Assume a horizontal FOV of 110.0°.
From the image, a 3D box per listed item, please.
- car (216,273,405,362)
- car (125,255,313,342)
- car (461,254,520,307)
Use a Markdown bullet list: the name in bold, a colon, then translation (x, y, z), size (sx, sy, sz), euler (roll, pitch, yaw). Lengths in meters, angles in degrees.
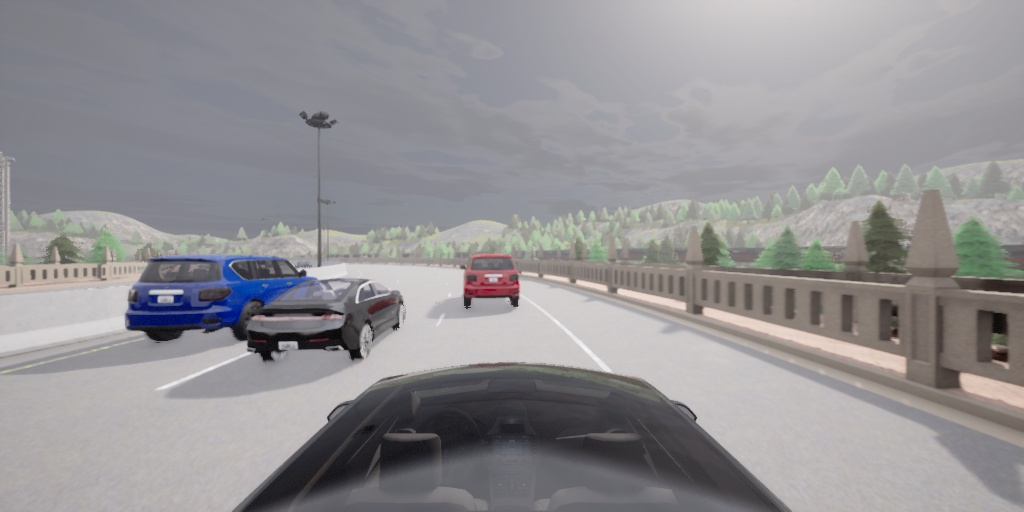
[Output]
- **car**: translation (-3.818, 1.245, 8.271), size (2.128, 1.511, 4.902), euler (0, 0, -4)
- **car**: translation (-7.429, 0.988, 10.113), size (2.150, 2.045, 5.566), euler (0, 0, -5)
- **car**: translation (-1.026, 0.947, 15.523), size (2.150, 2.045, 5.566), euler (0, 0, -8)
